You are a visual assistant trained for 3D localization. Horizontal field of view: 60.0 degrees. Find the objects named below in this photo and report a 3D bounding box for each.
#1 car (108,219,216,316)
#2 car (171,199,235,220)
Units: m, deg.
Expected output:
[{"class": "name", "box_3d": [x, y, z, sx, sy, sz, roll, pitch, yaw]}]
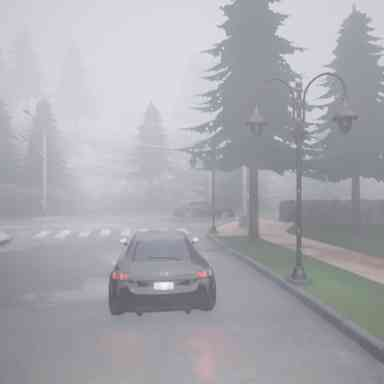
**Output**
[{"class": "car", "box_3d": [-0.724, 1.560, 7.631, 1.994, 1.385, 4.181, 0, 0, -7]}, {"class": "car", "box_3d": [0.840, 1.334, 25.114, 4.892, 1.490, 1.837, 0, 0, -12]}]
